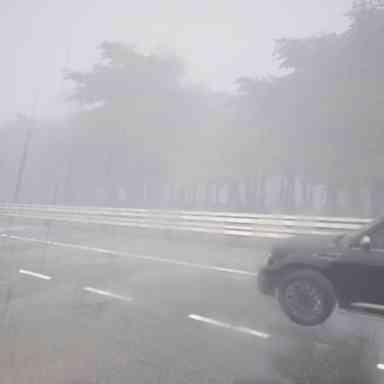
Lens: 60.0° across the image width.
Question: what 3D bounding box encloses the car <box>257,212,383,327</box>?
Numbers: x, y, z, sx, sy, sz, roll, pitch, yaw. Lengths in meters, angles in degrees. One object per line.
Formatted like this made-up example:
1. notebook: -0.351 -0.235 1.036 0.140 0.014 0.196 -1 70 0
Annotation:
1. car: 3.896 1.223 5.389 5.566 2.045 2.150 0 0 35
